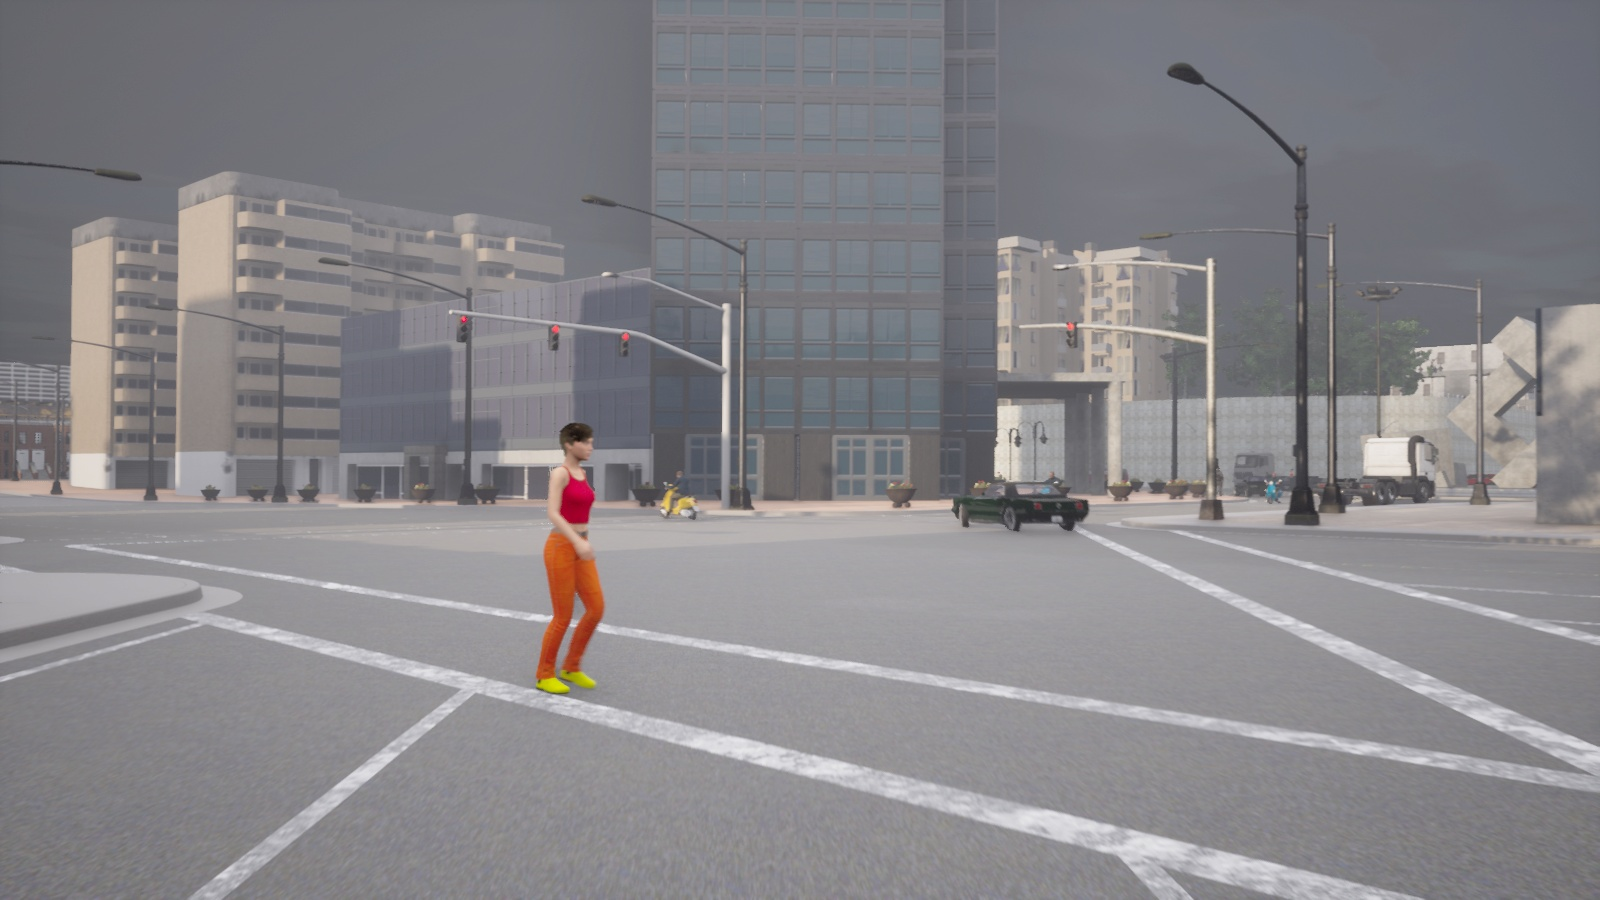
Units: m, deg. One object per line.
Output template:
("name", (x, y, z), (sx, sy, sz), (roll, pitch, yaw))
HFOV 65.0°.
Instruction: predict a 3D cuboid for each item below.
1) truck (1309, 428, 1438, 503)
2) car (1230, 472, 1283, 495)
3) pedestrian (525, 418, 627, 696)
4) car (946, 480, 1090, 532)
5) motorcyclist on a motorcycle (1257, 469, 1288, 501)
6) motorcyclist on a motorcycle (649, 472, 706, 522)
("truck", (28.505, 0.776, 62.216), (7.936, 3.462, 2.891), (1, -1, -42))
("car", (29.292, 2.128, 80.668), (1.994, 1.385, 4.181), (0, -1, 3))
("pedestrian", (-1.526, 0.711, 8.557), (0.594, 1.836, 0.345), (-1, -1, 21))
("car", (5.898, 1.480, 34.588), (1.895, 1.301, 4.718), (0, -1, -18))
("motorcyclist on a motorcycle", (23.725, 1.742, 63.057), (0.866, 1.590, 1.817), (-2, -2, 39))
("motorcyclist on a motorcycle", (-3.998, 1.504, 40.857), (1.817, 1.590, 0.866), (-1, -2, 43))
